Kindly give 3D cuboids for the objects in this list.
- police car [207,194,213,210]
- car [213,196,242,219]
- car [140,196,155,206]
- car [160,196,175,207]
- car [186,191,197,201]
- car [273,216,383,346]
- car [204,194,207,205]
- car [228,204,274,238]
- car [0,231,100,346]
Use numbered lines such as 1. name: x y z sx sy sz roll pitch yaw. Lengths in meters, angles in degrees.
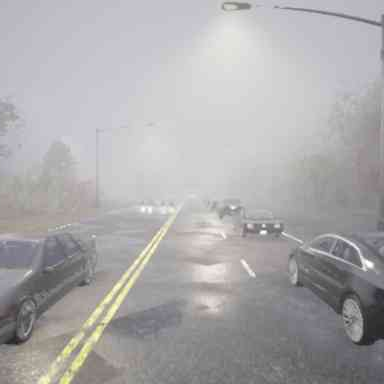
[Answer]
1. police car: 3.176 1.276 39.423 1.930 1.638 5.238 0 0 0
2. car: 3.210 1.255 28.278 2.097 1.767 4.553 0 0 0
3. car: -6.675 1.300 50.601 2.128 1.511 4.902 0 0 0
4. car: -3.434 1.315 47.493 2.128 1.511 4.902 0 0 0
5. car: -0.180 0.781 71.946 2.150 2.045 5.566 0 0 0
6. car: 3.255 1.470 6.288 2.128 1.511 4.902 0 0 0
7. car: 3.138 1.329 50.317 1.812 1.442 4.674 0 0 0
8. car: 3.244 1.547 17.337 1.895 1.301 4.718 0 0 0
9. car: -3.348 1.531 6.608 2.033 1.411 5.357 0 0 0
